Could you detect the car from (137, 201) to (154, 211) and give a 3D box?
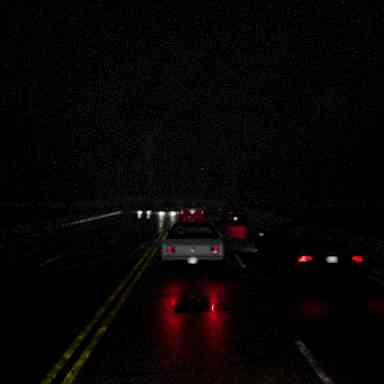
[{"bbox_3d":[-6.506,1.978,47.646,2.033,1.411,5.357,0,-1,1],"label":"car"}]

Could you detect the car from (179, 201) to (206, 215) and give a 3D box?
[{"bbox_3d":[0.054,1.598,27.329,2.097,1.767,4.553,0,-1,1],"label":"car"}]

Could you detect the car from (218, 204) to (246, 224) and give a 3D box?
[{"bbox_3d":[3.304,1.753,27.424,1.837,1.490,4.892,0,0,1],"label":"car"}]

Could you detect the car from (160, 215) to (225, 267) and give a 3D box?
[{"bbox_3d":[0.040,1.708,11.791,1.895,1.301,4.718,0,0,1],"label":"car"}]

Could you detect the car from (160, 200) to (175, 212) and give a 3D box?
[{"bbox_3d":[-3.277,1.916,45.450,1.837,1.490,4.892,0,-1,1],"label":"car"}]

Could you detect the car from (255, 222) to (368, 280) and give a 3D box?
[{"bbox_3d":[3.274,1.640,10.244,2.033,1.411,5.357,0,0,0],"label":"car"}]
